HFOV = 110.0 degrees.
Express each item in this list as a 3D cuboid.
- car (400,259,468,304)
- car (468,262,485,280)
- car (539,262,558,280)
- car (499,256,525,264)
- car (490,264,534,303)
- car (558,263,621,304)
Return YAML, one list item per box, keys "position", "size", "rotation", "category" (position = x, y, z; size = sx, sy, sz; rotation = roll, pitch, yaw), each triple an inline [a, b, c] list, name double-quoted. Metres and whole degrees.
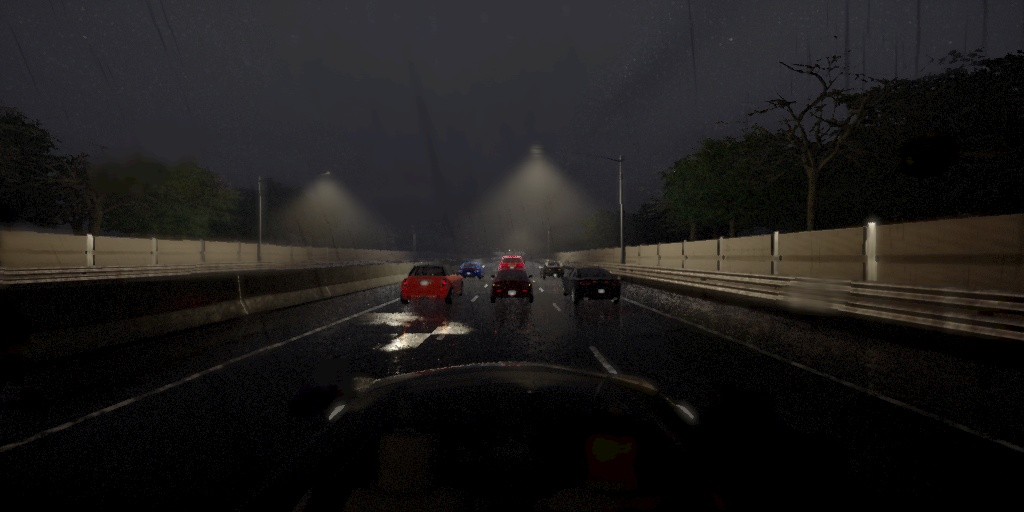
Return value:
- position: [-3.500, 1.121, 16.472]
  size: [2.097, 1.767, 4.553]
  rotation: [0, 0, 0]
  category: "car"
- position: [-3.500, 1.265, 31.505]
  size: [1.882, 1.535, 5.008]
  rotation: [0, 0, 0]
  category: "car"
- position: [3.500, 1.297, 31.505]
  size: [1.837, 1.490, 4.892]
  rotation: [0, 0, 0]
  category: "car"
- position: [0.000, 1.039, 31.534]
  size: [2.150, 2.045, 5.566]
  rotation: [0, 0, 0]
  category: "car"
- position: [0.000, 1.288, 16.502]
  size: [1.812, 1.442, 4.674]
  rotation: [0, 0, 0]
  category: "car"
- position: [3.500, 1.239, 16.502]
  size: [1.882, 1.535, 5.008]
  rotation: [0, 0, 0]
  category: "car"
